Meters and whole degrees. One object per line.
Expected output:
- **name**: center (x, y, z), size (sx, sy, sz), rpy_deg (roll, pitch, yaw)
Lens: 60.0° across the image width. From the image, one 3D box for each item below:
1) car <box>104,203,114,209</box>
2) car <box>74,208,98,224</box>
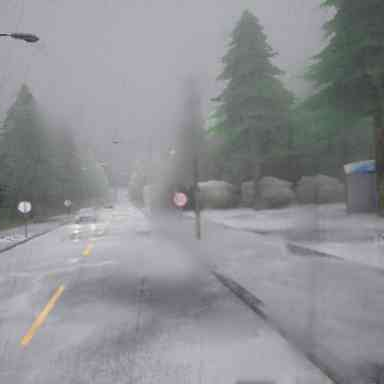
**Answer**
- **car**: center (-18.266, 3.183, 73.230), size (2.033, 1.411, 5.357), rpy_deg (-3, 0, -11)
- **car**: center (-10.337, 2.297, 32.791), size (1.812, 1.442, 4.674), rpy_deg (-3, 0, -11)
